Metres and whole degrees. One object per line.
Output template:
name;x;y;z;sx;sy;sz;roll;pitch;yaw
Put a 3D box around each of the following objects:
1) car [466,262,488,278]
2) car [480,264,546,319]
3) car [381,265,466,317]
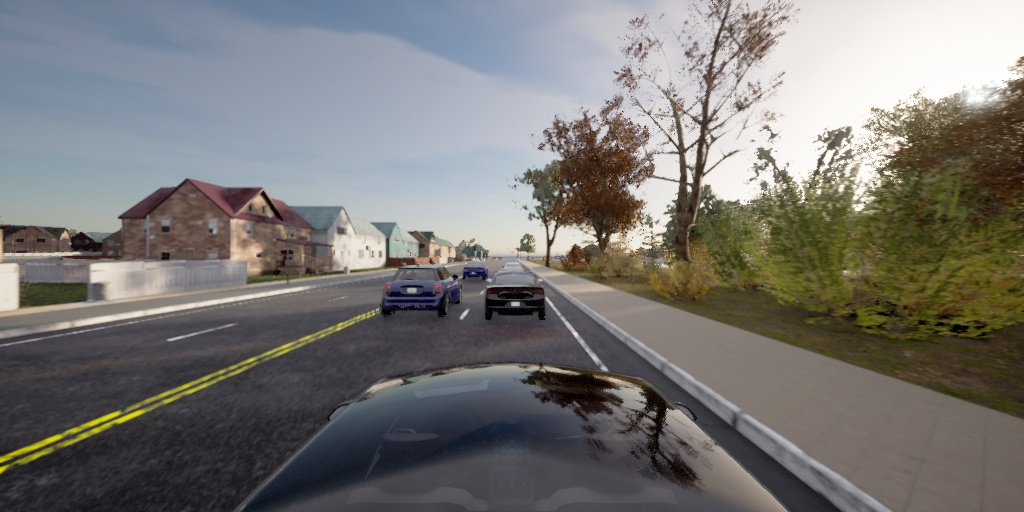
car;-3.150;1.238;31.646;1.882;1.535;5.008;0;0;0
car;0.101;1.230;12.803;1.882;1.535;5.008;0;0;0
car;-3.151;1.104;13.408;2.097;1.767;4.553;0;0;0
